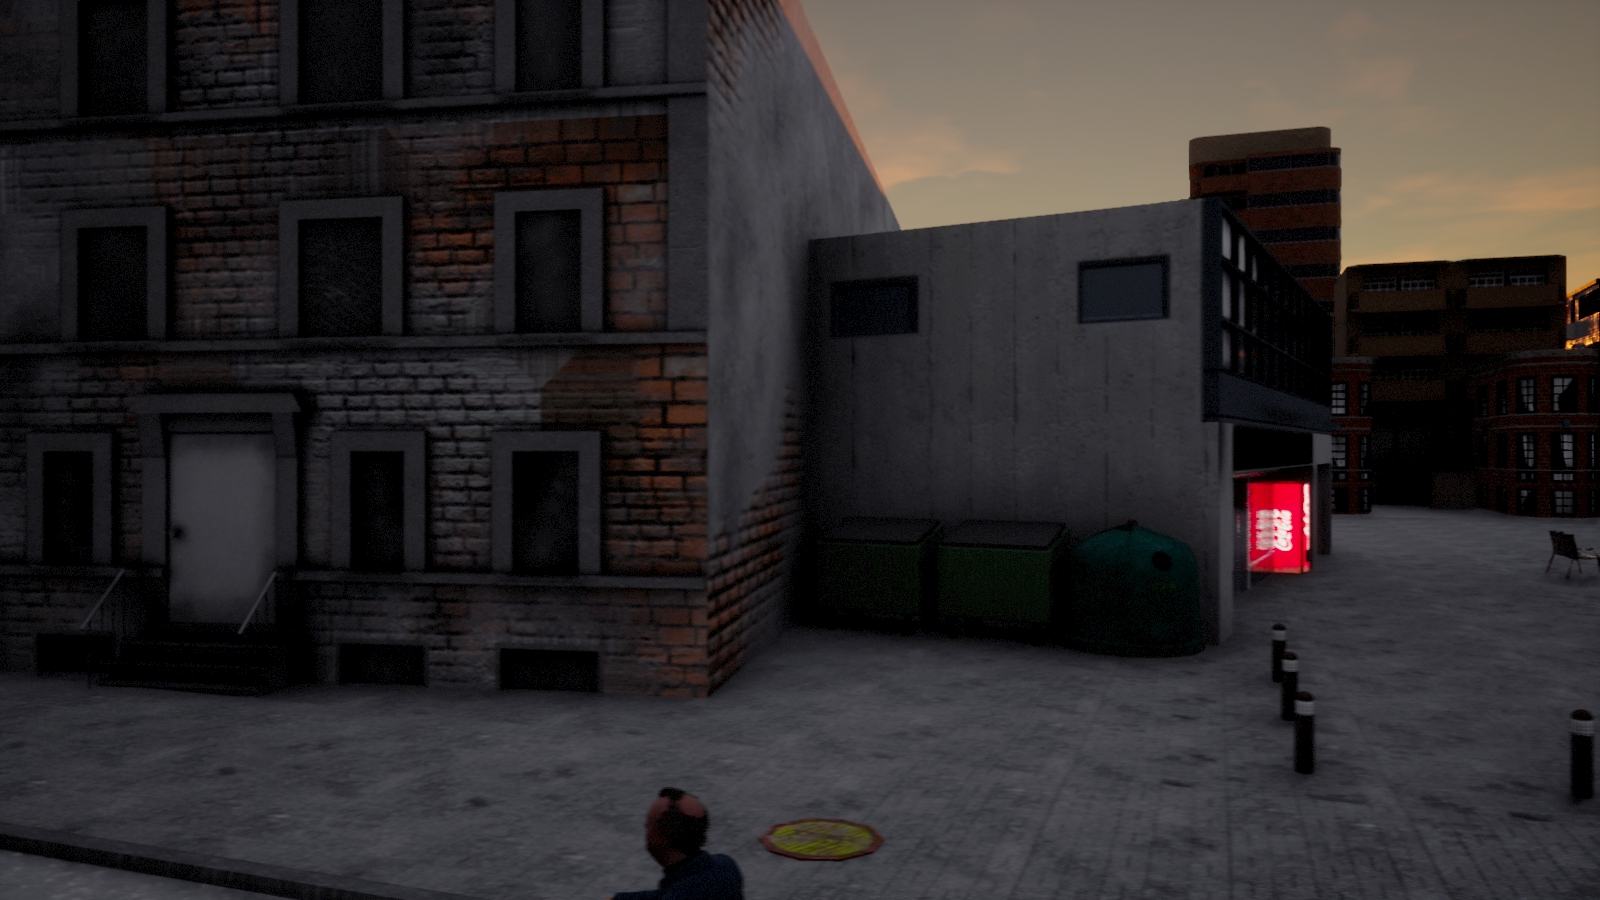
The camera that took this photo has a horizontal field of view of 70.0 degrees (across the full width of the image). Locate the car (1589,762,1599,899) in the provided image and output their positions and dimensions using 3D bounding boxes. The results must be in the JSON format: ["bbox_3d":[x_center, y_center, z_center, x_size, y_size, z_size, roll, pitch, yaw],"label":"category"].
[{"bbox_3d":[4.692,1.841,2.135,4.892,1.480,2.231,0,0,20],"label":"car"}]
